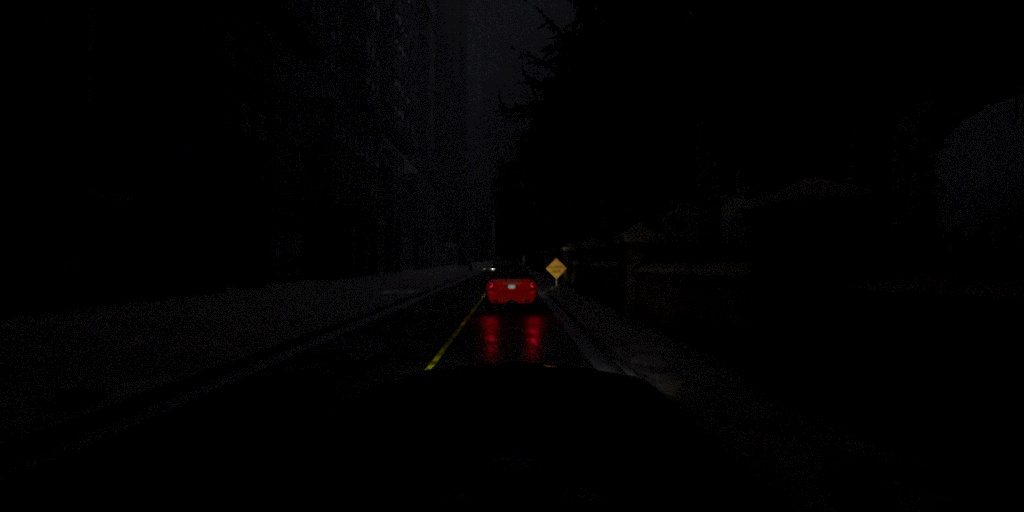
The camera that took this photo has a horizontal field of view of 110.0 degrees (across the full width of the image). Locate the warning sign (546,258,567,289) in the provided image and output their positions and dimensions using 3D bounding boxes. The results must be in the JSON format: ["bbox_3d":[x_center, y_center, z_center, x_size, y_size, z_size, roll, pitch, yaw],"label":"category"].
[{"bbox_3d":[2.706,1.042,21.668,1.300,1.860,1.060,0,0,0],"label":"warning sign"}]

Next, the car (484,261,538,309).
[{"bbox_3d":[-0.007,1.229,15.935,2.097,1.767,4.553,0,-1,0],"label":"car"}]
